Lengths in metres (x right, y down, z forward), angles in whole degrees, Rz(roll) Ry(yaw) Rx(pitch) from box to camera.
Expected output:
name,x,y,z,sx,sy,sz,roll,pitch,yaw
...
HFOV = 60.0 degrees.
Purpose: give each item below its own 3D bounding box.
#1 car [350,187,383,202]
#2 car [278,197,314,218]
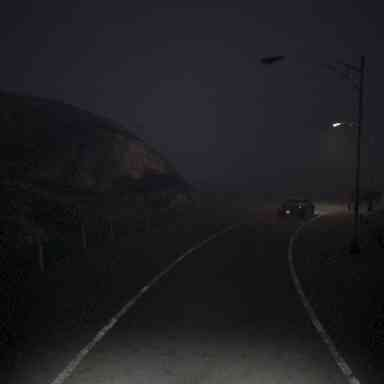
name,x,y,z,sx,sy,sz,roll,pitch,yaw
car,19.828,0.215,37.745,4.902,1.511,2.128,-3,5,-37
car,7.896,1.067,25.122,1.812,1.442,4.674,3,4,31
